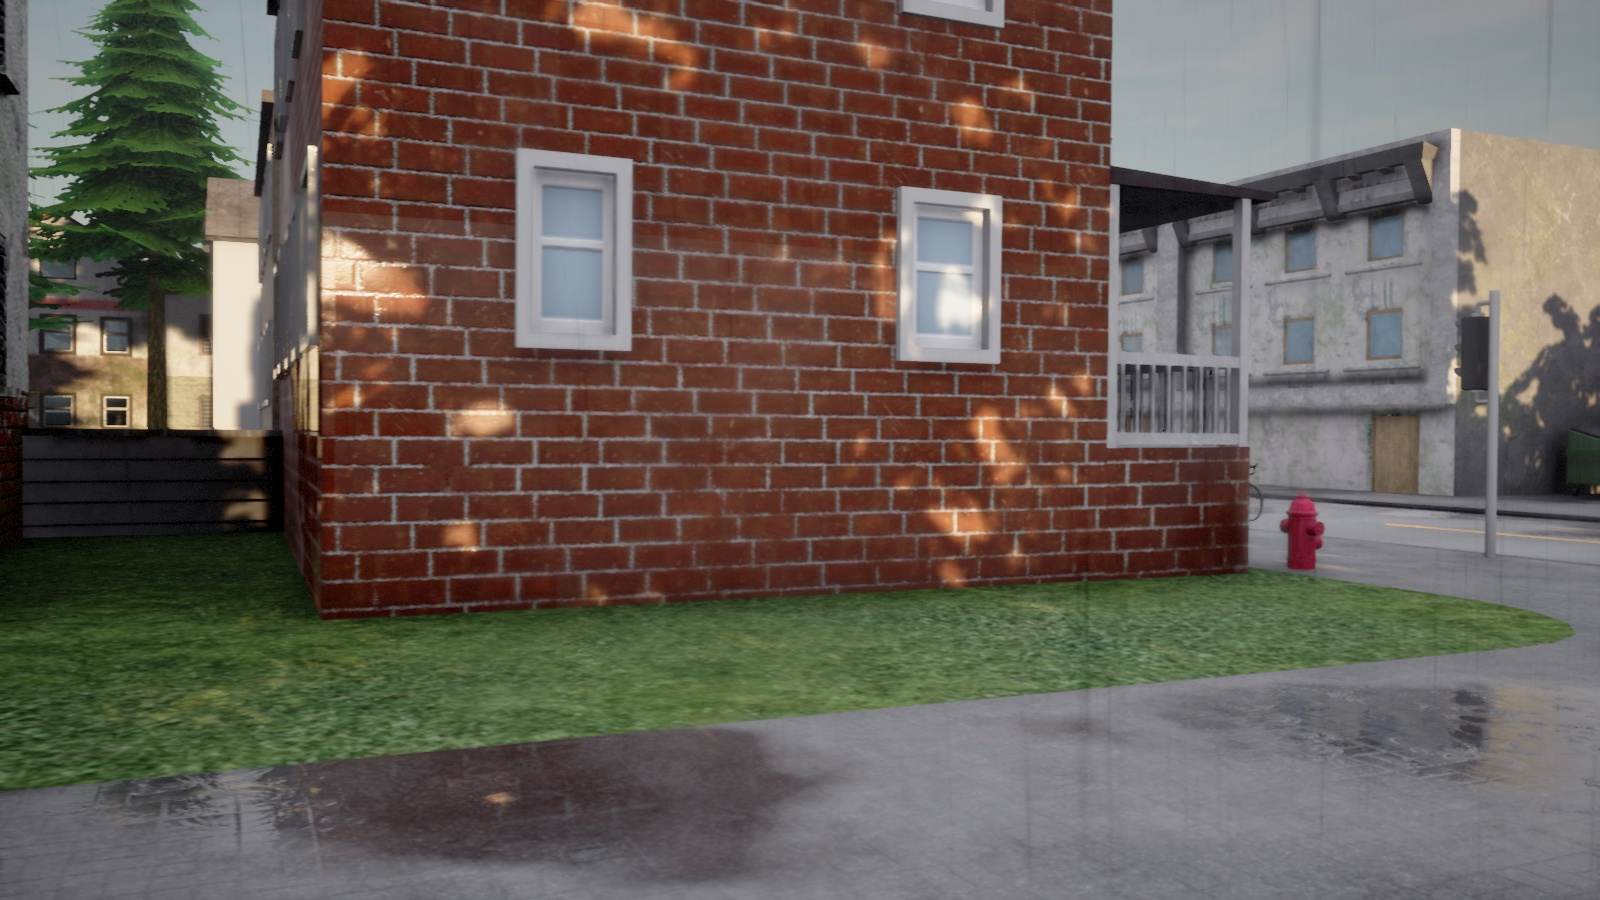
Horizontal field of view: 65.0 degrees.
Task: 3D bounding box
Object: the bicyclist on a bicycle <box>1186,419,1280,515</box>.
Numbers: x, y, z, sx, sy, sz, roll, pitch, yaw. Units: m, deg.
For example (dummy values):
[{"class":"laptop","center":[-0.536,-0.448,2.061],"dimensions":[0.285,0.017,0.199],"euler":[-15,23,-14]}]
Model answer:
[{"class":"bicyclist on a bicycle","center":[7.580,0.273,22.053],"dimensions":[0.582,1.620,1.656],"euler":[-1,2,-23]}]
